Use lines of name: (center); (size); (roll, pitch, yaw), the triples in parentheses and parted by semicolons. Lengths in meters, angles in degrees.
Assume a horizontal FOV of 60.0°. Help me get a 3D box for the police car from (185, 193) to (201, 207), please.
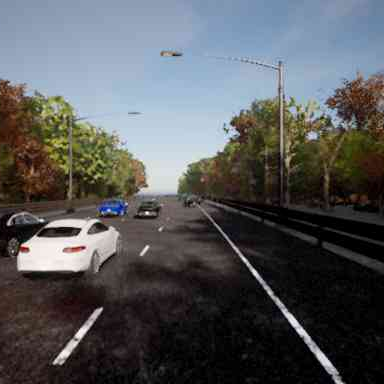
police car: (0.293, 1.374, 49.591); (1.930, 1.638, 5.238); (0, 0, -2)

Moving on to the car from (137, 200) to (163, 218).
car: (-3.666, 1.457, 29.362); (1.837, 1.490, 4.892); (0, 0, -1)

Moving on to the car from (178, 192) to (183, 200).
car: (-2.218, 1.085, 84.274); (2.150, 2.045, 5.566); (0, 0, -3)

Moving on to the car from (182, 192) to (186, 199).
car: (-0.294, 1.194, 65.604); (2.150, 2.045, 5.566); (0, 0, -2)

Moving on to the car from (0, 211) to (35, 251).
car: (-6.950, 1.464, 12.651); (2.128, 1.511, 4.902); (0, 0, 0)

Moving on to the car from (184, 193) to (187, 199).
car: (-0.059, 1.415, 59.730); (1.801, 1.575, 5.366); (0, 0, -2)

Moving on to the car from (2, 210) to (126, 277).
car: (-3.433, 1.502, 10.004); (1.812, 1.442, 4.674); (0, 0, 0)

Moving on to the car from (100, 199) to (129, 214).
car: (-7.156, 1.418, 30.952); (1.882, 1.535, 5.008); (1, -1, -1)
